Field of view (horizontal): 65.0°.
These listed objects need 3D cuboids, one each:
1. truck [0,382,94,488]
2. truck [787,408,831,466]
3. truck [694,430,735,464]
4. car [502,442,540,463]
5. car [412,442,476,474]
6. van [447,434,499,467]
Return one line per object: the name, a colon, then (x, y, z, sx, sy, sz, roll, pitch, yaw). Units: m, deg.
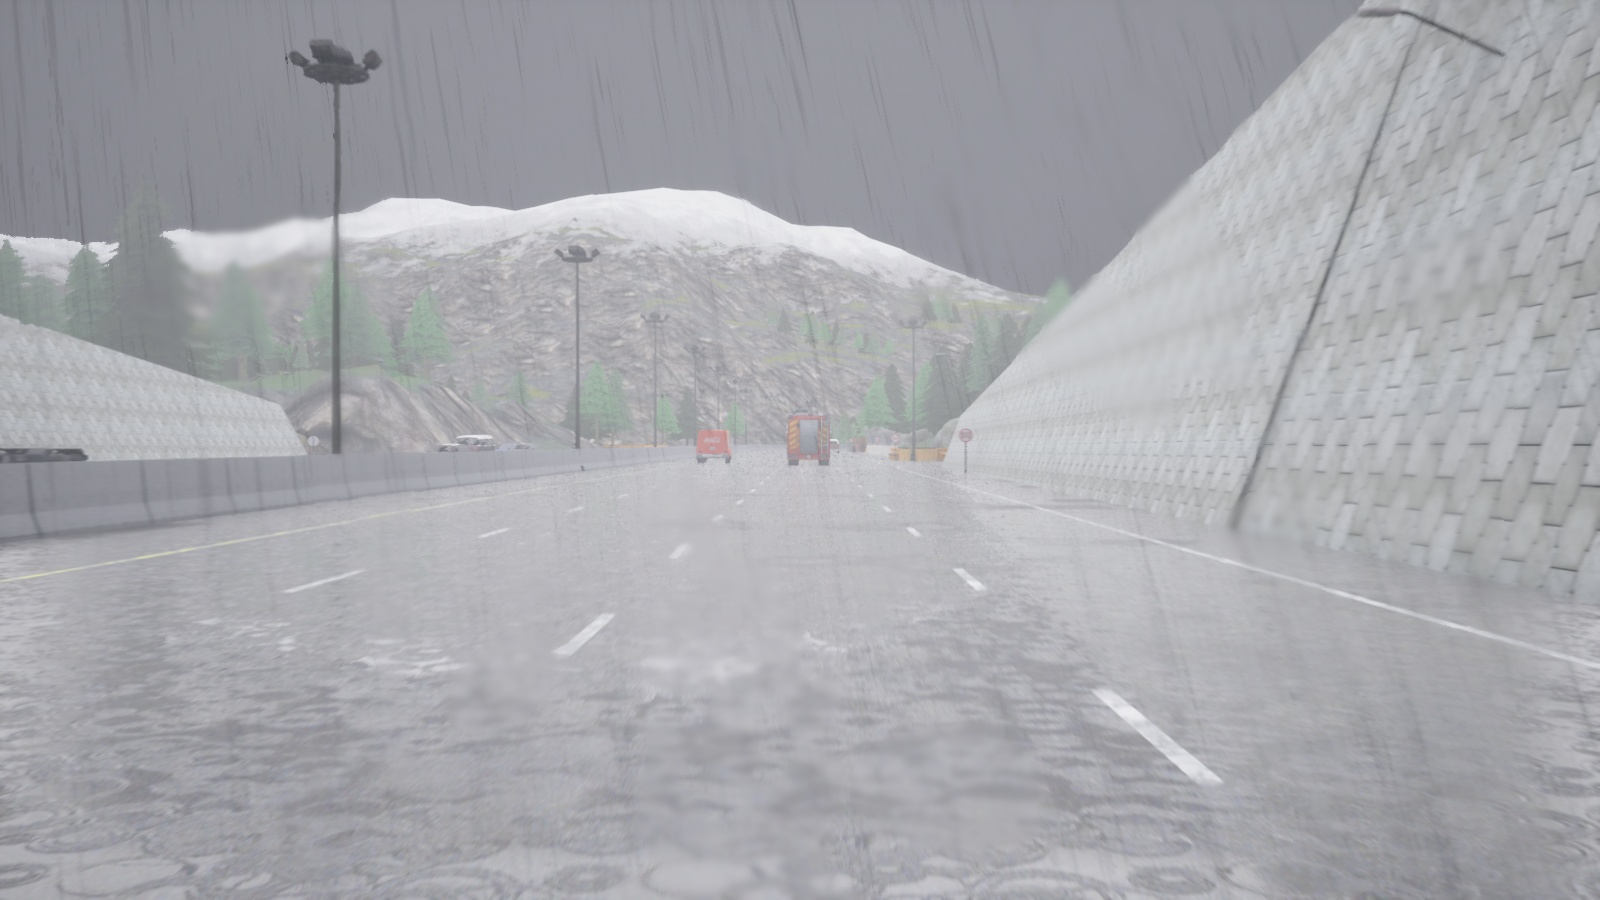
truck: (-27.699, -0.496, 42.712, 2.891, 3.462, 7.936, 0, 0, 0)
truck: (0.600, -0.902, 86.987, 2.891, 3.827, 8.468, 0, 0, 0)
truck: (-6.355, -0.266, 93.891, 2.627, 2.467, 5.204, 0, 1, 0)
car: (-20.369, 0.183, 91.823, 1.970, 1.475, 3.806, 0, 0, 0)
car: (-17.081, 0.361, 60.380, 1.970, 1.475, 3.806, 0, 0, 0)
van: (-20.458, 0.016, 78.637, 2.069, 2.038, 4.480, 0, 0, 0)
